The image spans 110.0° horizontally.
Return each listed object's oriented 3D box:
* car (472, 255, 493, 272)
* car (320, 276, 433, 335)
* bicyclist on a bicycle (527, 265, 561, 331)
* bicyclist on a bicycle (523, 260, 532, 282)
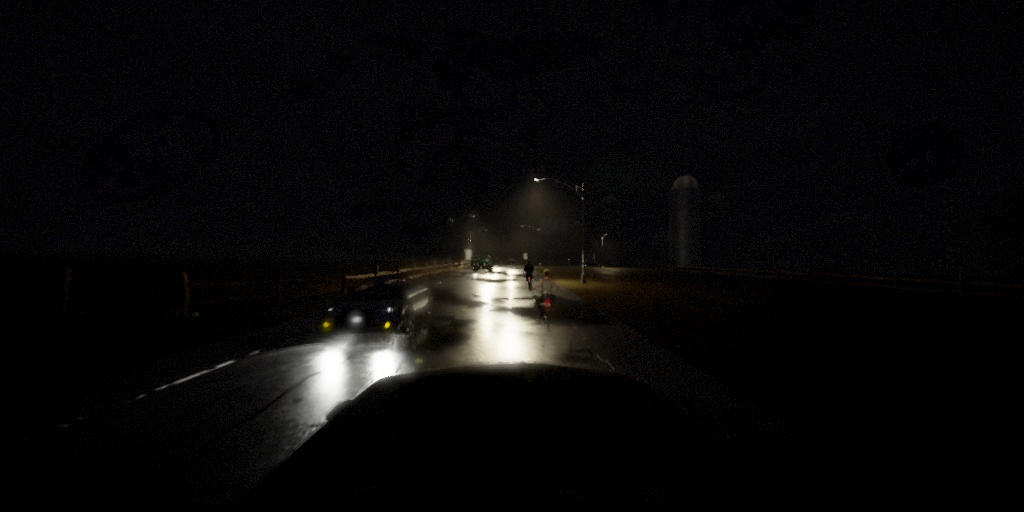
[{"bbox_3d":[-3.602,0.939,44.746,2.150,2.045,5.566,0,0,0],"label":"car"},{"bbox_3d":[-3.605,1.286,10.312,1.994,1.385,4.181,0,0,0],"label":"car"},{"bbox_3d":[0.947,1.160,9.922,0.866,1.612,1.509,0,0,0],"label":"bicyclist on a bicycle"},{"bbox_3d":[0.952,1.075,20.139,0.659,1.776,1.843,0,0,0],"label":"bicyclist on a bicycle"}]
